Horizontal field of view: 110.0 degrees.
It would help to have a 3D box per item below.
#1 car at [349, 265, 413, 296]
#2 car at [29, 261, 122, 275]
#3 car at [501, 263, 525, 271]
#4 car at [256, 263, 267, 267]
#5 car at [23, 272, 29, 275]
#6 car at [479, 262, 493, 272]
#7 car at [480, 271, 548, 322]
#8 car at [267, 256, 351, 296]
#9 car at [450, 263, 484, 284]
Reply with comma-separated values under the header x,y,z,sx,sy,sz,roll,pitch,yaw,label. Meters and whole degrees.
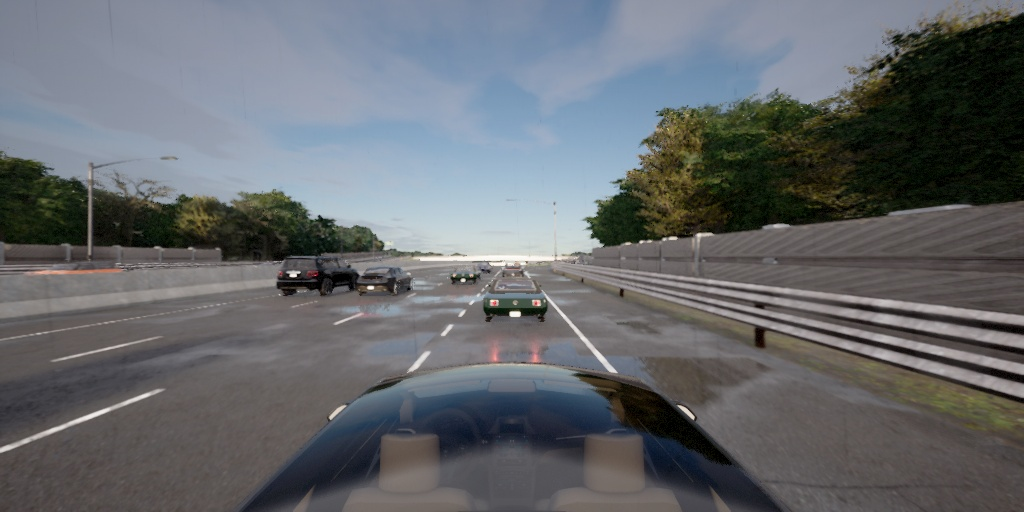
x,y,z,sx,sy,sz,roll,pitch,yaw,label
-6.906,1.313,19.948,1.837,1.490,4.892,0,0,0,car
-28.097,1.170,23.004,2.097,1.767,4.553,0,0,0,car
0.090,1.350,32.367,2.128,1.511,4.902,0,0,0,car
-24.523,1.437,36.114,1.994,1.385,4.181,0,0,0,car
-6.900,0.971,1.521,2.150,2.045,5.566,0,0,0,car
-3.513,1.457,45.165,2.033,1.411,5.357,0,0,0,car
0.097,1.379,12.424,1.895,1.301,4.718,0,0,0,car
-10.406,1.029,19.745,2.150,2.045,5.566,0,0,0,car
-3.508,1.441,27.947,1.895,1.301,4.718,0,0,0,car
